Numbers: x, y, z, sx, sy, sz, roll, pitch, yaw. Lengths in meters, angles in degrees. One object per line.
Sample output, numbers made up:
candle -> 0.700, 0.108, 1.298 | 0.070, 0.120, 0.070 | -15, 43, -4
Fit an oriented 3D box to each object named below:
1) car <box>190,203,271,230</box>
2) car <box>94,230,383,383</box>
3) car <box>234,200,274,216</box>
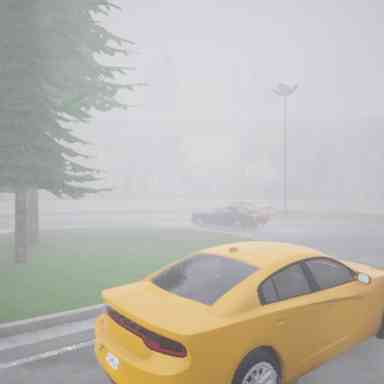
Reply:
car -> 2.162, 1.564, 20.568 | 4.718, 1.301, 1.895 | 0, 0, 40
car -> 1.182, 1.468, 4.750 | 5.008, 1.535, 1.882 | 0, 0, -38
car -> 4.133, 1.426, 27.270 | 5.008, 1.535, 1.882 | 0, -1, 32
